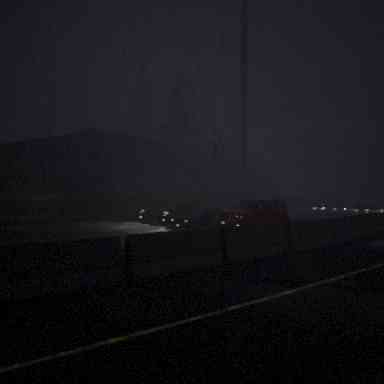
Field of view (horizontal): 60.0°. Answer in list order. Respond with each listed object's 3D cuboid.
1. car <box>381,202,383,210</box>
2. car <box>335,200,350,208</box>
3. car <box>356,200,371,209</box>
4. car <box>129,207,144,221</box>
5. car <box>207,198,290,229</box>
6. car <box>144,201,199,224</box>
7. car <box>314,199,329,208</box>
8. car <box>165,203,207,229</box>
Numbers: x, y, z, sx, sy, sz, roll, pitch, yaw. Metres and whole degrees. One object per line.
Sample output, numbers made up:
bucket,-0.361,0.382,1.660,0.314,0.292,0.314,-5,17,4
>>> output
car,30.906,2.002,52.229,1.837,1.490,4.892,0,0,33
car,26.005,2.072,57.550,1.812,1.442,4.674,0,0,32
car,27.868,2.033,53.967,1.812,1.442,4.674,0,0,33
car,-3.074,1.573,28.480,4.553,1.767,2.097,1,-1,-41
car,3.823,1.397,20.528,5.566,2.045,2.150,1,-1,-41
car,-1.009,1.555,25.639,4.553,1.767,2.097,1,-1,-41
car,23.382,2.052,59.999,1.837,1.490,4.892,0,0,31
car,1.104,1.733,22.779,5.357,1.411,2.033,1,-1,-41
